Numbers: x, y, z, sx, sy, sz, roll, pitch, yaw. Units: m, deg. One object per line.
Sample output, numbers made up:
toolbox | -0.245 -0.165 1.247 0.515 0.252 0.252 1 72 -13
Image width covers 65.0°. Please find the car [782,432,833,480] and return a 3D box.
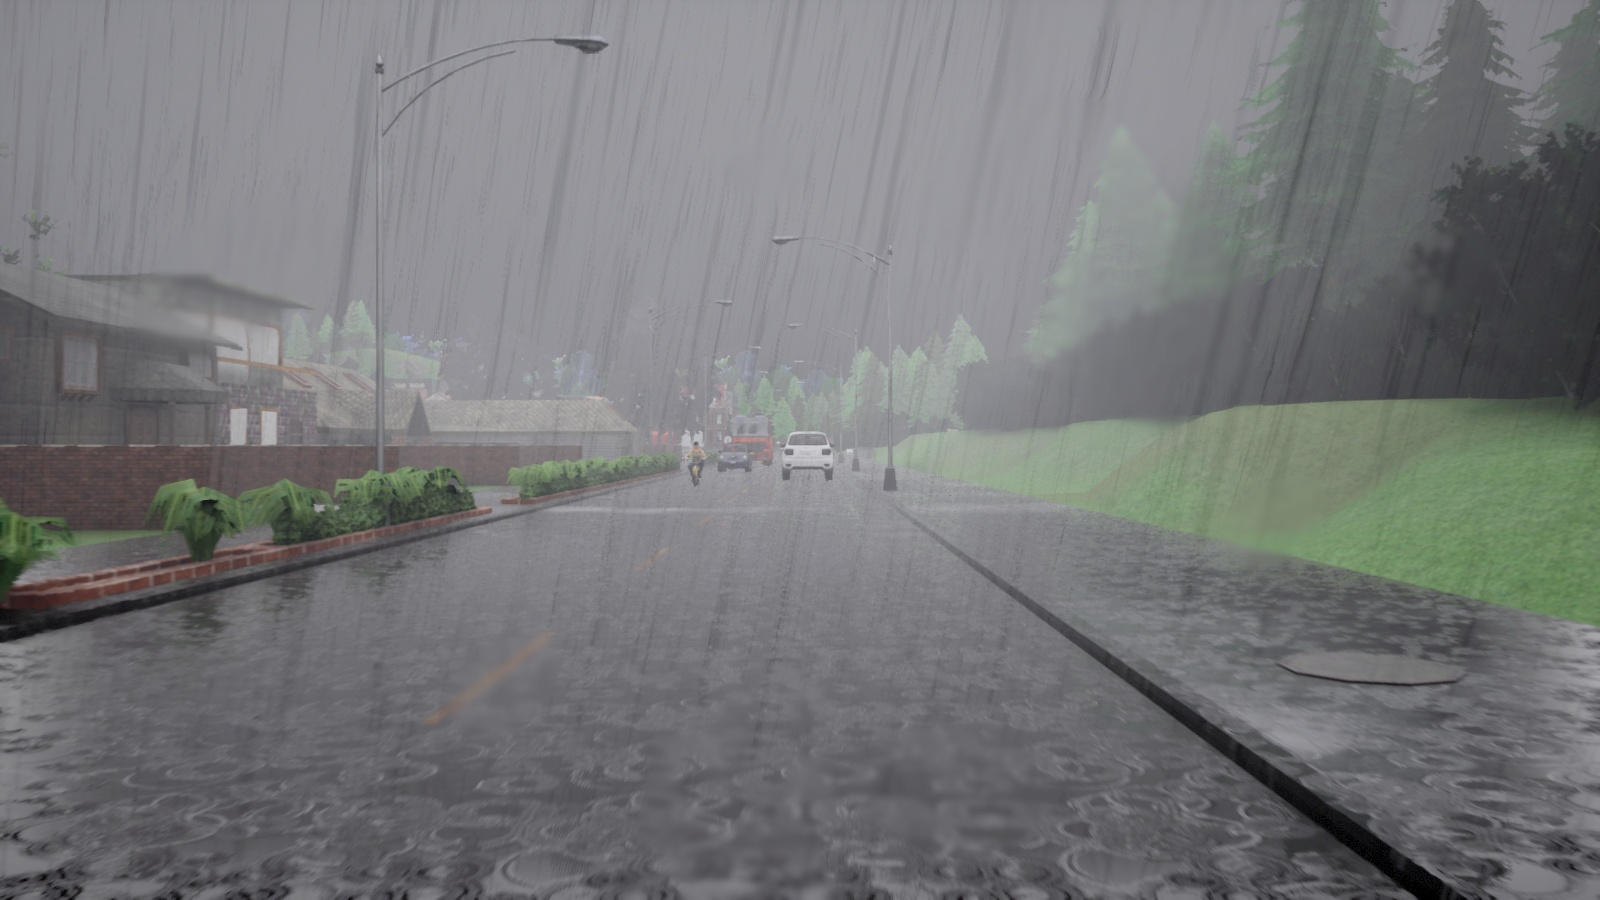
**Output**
car | 0.340 0.238 55.585 2.150 2.045 5.566 0 0 0

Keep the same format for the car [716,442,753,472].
car | -3.586 0.358 69.208 1.851 1.617 3.988 0 0 0

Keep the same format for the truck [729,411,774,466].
truck | -3.474 -0.798 91.883 2.891 3.827 8.468 0 0 0
